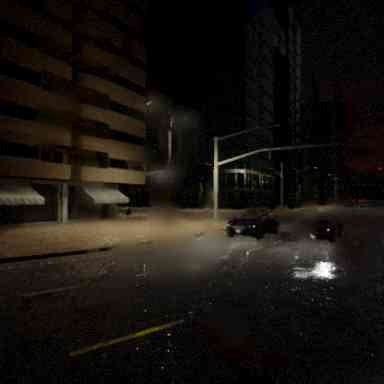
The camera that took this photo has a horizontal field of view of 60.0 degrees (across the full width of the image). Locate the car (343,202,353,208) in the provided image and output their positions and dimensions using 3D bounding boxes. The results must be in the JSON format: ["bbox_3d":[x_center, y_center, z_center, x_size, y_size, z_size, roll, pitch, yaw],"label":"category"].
[{"bbox_3d":[37.180,3.056,79.214,1.895,1.301,4.718,0,-1,29],"label":"car"}]

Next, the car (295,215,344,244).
[{"bbox_3d":[7.061,1.932,18.260,1.895,1.301,4.718,0,-1,31],"label":"car"}]

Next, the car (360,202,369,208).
[{"bbox_3d":[40.237,3.044,77.509,1.895,1.301,4.718,0,-1,29],"label":"car"}]

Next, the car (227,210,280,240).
[{"bbox_3d":[3.684,1.826,19.465,2.128,1.511,4.902,0,-1,32],"label":"car"}]
